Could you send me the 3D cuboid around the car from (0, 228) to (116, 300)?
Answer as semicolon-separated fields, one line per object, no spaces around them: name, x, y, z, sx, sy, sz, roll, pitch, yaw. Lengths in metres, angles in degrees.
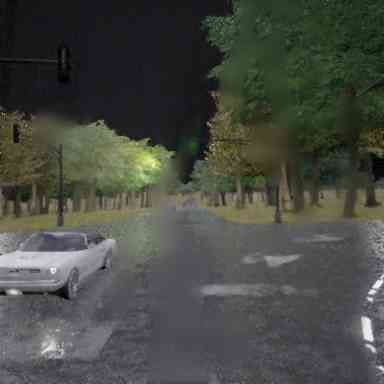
car;-3.389;1.654;8.565;1.895;1.301;4.718;-1;-1;0

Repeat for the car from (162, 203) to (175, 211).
car;-3.641;2.354;52.515;1.994;1.385;4.181;0;-1;0
